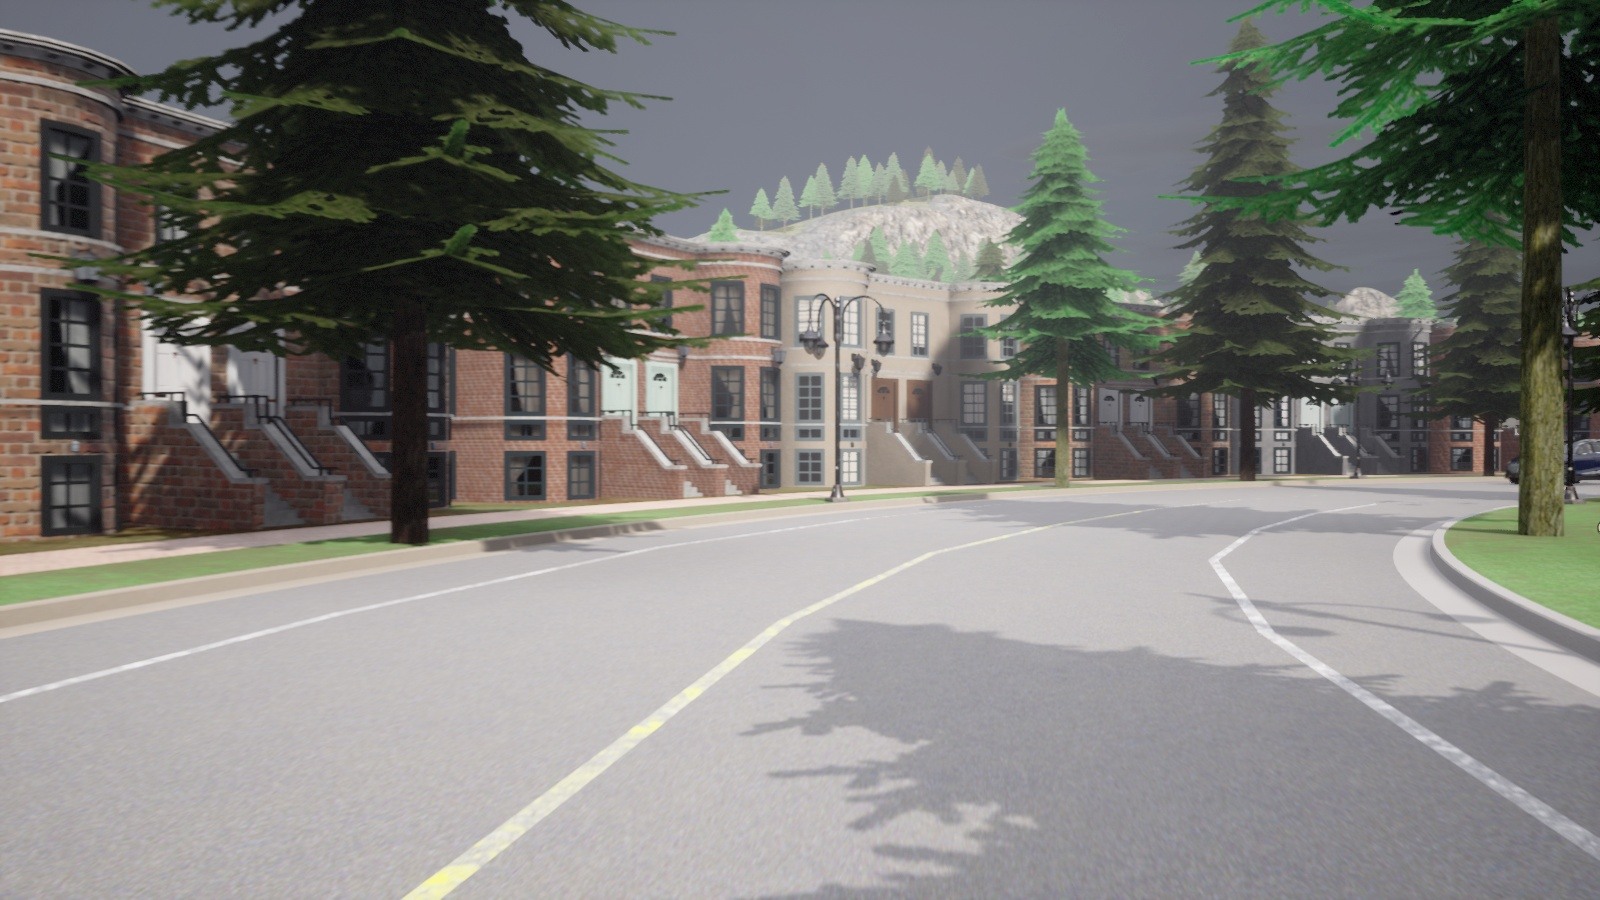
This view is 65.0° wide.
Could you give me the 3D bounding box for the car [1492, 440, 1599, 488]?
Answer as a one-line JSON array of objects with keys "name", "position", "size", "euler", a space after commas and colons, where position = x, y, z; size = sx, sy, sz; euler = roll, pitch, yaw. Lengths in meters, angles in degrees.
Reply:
[{"name": "car", "position": [27.199, 0.469, 44.660], "size": [4.856, 1.649, 2.033], "euler": [0, 0, -24]}]
